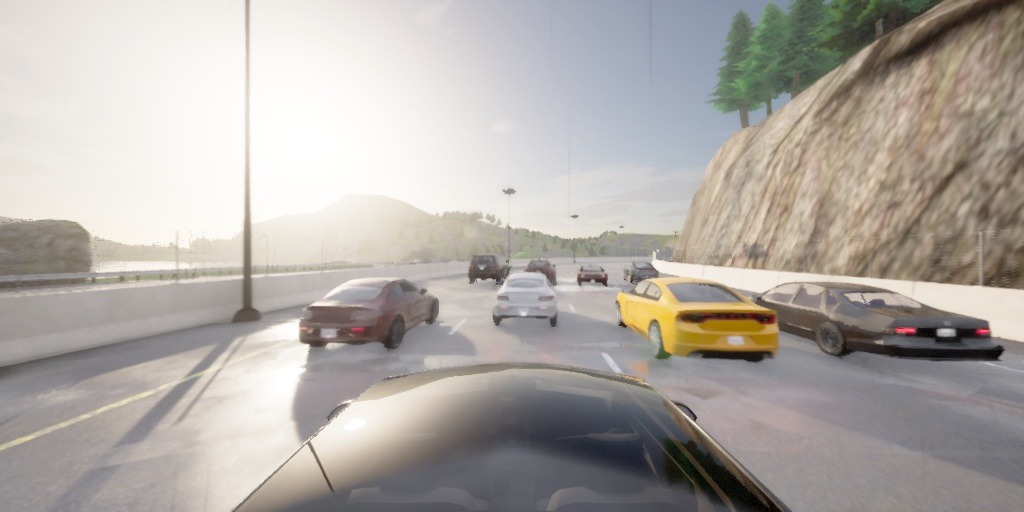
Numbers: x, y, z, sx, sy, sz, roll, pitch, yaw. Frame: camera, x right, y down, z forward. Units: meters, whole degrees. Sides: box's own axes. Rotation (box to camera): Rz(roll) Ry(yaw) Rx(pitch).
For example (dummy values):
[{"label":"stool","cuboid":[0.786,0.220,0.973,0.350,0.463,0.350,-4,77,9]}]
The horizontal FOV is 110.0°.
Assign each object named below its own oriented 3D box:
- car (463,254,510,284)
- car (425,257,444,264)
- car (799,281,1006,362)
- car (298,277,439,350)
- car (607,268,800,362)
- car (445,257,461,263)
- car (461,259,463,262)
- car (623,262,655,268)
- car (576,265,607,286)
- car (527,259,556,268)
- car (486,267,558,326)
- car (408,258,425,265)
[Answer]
[{"label":"car","cuboid":[-1.525,0.866,25.721,2.150,2.045,5.566,0,1,9]},{"label":"car","cuboid":[-11.751,0.956,59.084,2.128,1.511,4.902,0,0,18]},{"label":"car","cuboid":[7.267,1.293,8.383,2.033,1.411,5.357,0,0,3]},{"label":"car","cuboid":[-3.214,1.234,8.872,1.812,1.442,4.674,0,0,4]},{"label":"car","cuboid":[3.756,1.212,8.274,1.882,1.535,5.008,0,0,3]},{"label":"car","cuboid":[-8.536,1.083,57.667,1.895,1.301,4.718,0,0,18]},{"label":"car","cuboid":[-5.575,0.854,55.410,2.097,1.767,4.553,0,0,18]},{"label":"car","cuboid":[9.113,1.169,25.687,2.128,1.511,4.902,0,0,9]},{"label":"car","cuboid":[5.392,1.270,24.627,1.895,1.301,4.718,0,0,9]},{"label":"car","cuboid":[2.099,1.003,26.110,2.097,1.767,4.553,0,0,9]},{"label":"car","cuboid":[0.482,1.236,11.502,1.812,1.442,4.674,0,0,5]},{"label":"car","cuboid":[-15.132,0.997,60.079,2.033,1.411,5.357,0,0,18]}]
